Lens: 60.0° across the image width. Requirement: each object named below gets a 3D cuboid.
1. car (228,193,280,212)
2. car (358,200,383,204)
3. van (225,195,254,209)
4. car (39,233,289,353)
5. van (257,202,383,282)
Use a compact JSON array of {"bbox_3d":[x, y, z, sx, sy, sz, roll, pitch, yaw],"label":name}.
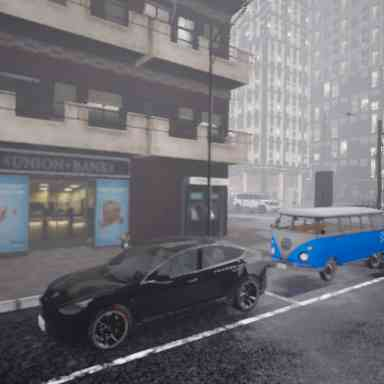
[{"bbox_3d":[6.709,1.143,34.763,2.150,2.045,5.566,1,-1,-35],"label":"car"},{"bbox_3d":[16.205,1.483,31.383,1.967,1.590,4.097,1,-1,-35],"label":"car"},{"bbox_3d":[6.397,1.360,45.202,1.690,1.788,3.998,1,-1,-35],"label":"van"},{"bbox_3d":[-0.445,1.565,6.184,4.313,1.339,1.947,0,1,-35],"label":"car"},{"bbox_3d":[3.971,1.337,9.536,3.998,1.788,1.690,0,1,-35],"label":"van"}]
